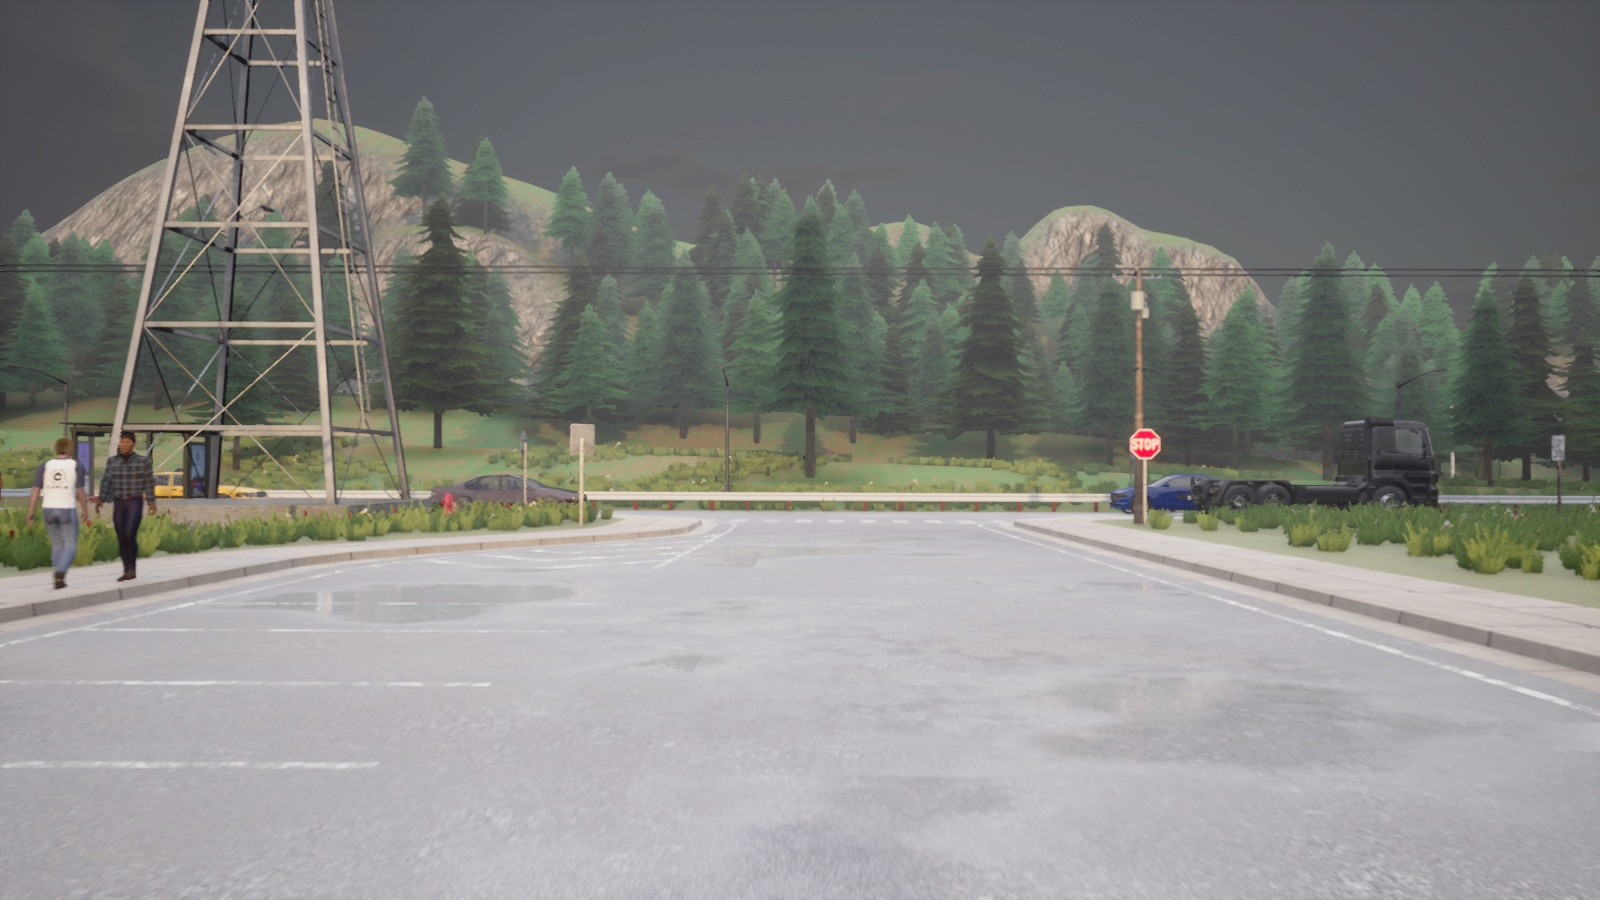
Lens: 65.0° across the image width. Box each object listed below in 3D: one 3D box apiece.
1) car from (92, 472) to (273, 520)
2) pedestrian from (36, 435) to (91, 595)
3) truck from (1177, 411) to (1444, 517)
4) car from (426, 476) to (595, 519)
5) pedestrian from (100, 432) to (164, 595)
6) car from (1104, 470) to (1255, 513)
[{"bbox_3d":[-21.292,1.567,43.424,5.366,1.575,1.801,0,-1,1],"label":"car"},{"bbox_3d":[-8.710,0.754,14.862,0.354,1.836,0.706,0,-1,-13],"label":"pedestrian"},{"bbox_3d":[17.294,0.482,42.919,7.936,3.462,2.891,0,-1,-1],"label":"truck"},{"bbox_3d":[-9.911,1.626,43.250,5.357,1.411,2.033,0,-1,1],"label":"car"},{"bbox_3d":[-8.198,0.761,15.430,0.423,1.949,0.788,0,-1,-7],"label":"pedestrian"},{"bbox_3d":[13.966,1.513,46.388,5.008,1.535,1.882,0,-1,1],"label":"car"}]
